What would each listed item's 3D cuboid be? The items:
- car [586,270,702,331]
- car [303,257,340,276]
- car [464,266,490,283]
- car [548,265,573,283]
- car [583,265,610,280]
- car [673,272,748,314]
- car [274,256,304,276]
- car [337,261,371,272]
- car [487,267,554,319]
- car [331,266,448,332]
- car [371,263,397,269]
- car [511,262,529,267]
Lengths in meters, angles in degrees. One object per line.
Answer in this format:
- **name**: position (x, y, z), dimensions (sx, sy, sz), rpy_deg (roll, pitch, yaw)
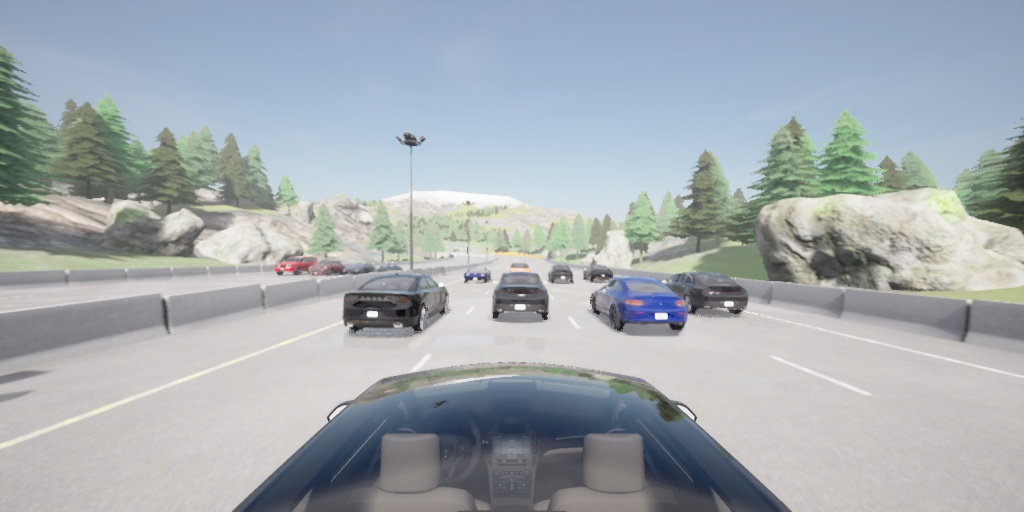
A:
- **car**: position (3.763, 1.348, 11.217), dimensions (1.812, 1.442, 4.674), rpy_deg (0, 0, 1)
- **car**: position (-20.271, 1.225, 39.355), dimensions (2.097, 1.767, 4.553), rpy_deg (0, 0, 1)
- **car**: position (-2.844, 1.539, 30.523), dimensions (1.895, 1.301, 4.718), rpy_deg (0, -1, 1)
- **car**: position (4.175, 1.512, 31.333), dimensions (1.837, 1.490, 4.892), rpy_deg (0, -1, 1)
- **car**: position (7.701, 1.529, 32.561), dimensions (1.882, 1.535, 5.008), rpy_deg (0, -1, 1)
- **car**: position (7.330, 1.379, 14.447), dimensions (1.837, 1.490, 4.892), rpy_deg (0, 0, 1)
- **car**: position (-23.753, 1.059, 39.914), dimensions (2.150, 2.045, 5.566), rpy_deg (0, -1, 1)
- **car**: position (-16.756, 1.457, 39.828), dimensions (2.033, 1.411, 5.357), rpy_deg (0, -1, 1)
- **car**: position (0.302, 1.308, 13.169), dimensions (1.837, 1.490, 4.892), rpy_deg (0, -1, 1)
- **car**: position (-3.244, 1.237, 10.938), dimensions (1.882, 1.535, 5.008), rpy_deg (0, 0, 1)
- **car**: position (-13.276, 1.498, 39.121), dimensions (1.994, 1.385, 4.181), rpy_deg (0, -1, 1)
- **car**: position (0.657, 1.320, 30.416), dimensions (2.097, 1.767, 4.553), rpy_deg (0, -1, 1)
